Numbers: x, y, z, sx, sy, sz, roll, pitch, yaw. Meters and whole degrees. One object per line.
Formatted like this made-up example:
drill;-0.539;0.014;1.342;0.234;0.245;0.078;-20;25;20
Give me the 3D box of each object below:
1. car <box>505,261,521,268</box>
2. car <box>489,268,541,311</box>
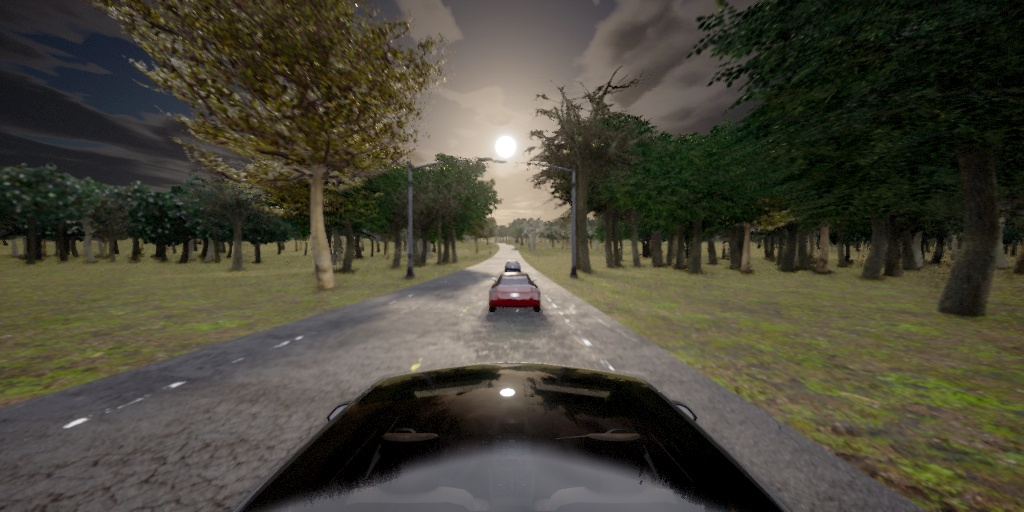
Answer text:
car;0.093;1.257;45.696;1.994;1.385;4.181;0;1;0
car;0.100;1.360;14.746;1.994;1.385;4.181;0;0;0
